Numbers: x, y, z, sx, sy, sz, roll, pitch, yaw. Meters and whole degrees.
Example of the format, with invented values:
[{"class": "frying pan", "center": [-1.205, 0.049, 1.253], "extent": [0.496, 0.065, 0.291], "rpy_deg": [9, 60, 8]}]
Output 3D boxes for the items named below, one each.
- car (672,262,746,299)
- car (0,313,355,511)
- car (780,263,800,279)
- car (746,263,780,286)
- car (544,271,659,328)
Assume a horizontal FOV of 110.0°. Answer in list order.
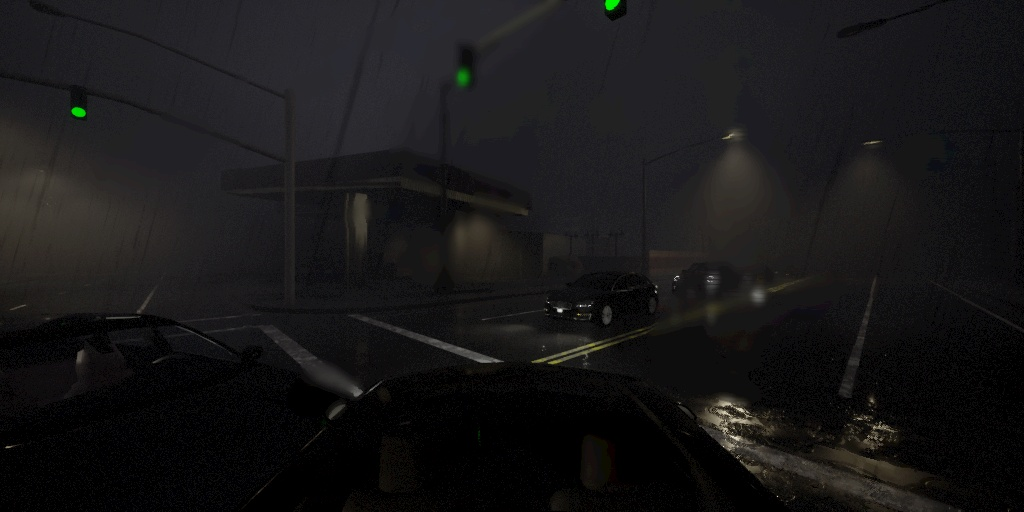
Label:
[{"class": "car", "center": [9.994, 1.102, 18.344], "extent": [4.553, 1.767, 2.097], "rpy_deg": [0, 0, -44]}, {"class": "car", "center": [-3.383, 1.242, 2.678], "extent": [4.902, 1.511, 2.128], "rpy_deg": [0, 0, 16]}, {"class": "car", "center": [24.261, 1.314, 32.096], "extent": [4.181, 1.385, 1.994], "rpy_deg": [0, 0, -44]}, {"class": "car", "center": [17.023, 1.314, 25.150], "extent": [1.994, 1.385, 4.181], "rpy_deg": [0, 0, 45]}, {"class": "car", "center": [3.053, 1.255, 11.601], "extent": [4.892, 1.490, 1.837], "rpy_deg": [0, 0, -44]}]
